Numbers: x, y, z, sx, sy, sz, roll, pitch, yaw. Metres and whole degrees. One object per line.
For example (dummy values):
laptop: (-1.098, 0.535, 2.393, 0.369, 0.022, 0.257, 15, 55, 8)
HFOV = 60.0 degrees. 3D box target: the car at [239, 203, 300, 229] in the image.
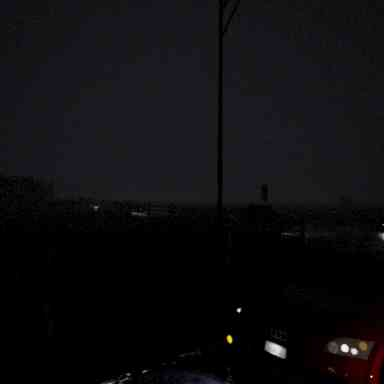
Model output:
car: (5.115, 1.574, 22.827, 1.882, 1.535, 5.008, 0, 0, -33)

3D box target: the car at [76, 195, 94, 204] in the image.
car: (-21.408, 1.467, 66.576, 2.128, 1.511, 4.902, 0, 0, -35)

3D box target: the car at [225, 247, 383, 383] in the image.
car: (2.452, 1.599, 5.029, 4.181, 1.385, 1.994, 1, 0, -40)

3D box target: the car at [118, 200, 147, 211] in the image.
car: (-7.218, 1.636, 40.285, 1.895, 1.301, 4.718, 0, 0, -35)

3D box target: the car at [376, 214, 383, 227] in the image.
car: (13.980, 1.584, 20.088, 5.008, 1.535, 1.882, 0, 1, 16)

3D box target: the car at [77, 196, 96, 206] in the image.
car: (-17.349, 1.483, 54.675, 1.882, 1.535, 5.008, 0, 0, -35)
